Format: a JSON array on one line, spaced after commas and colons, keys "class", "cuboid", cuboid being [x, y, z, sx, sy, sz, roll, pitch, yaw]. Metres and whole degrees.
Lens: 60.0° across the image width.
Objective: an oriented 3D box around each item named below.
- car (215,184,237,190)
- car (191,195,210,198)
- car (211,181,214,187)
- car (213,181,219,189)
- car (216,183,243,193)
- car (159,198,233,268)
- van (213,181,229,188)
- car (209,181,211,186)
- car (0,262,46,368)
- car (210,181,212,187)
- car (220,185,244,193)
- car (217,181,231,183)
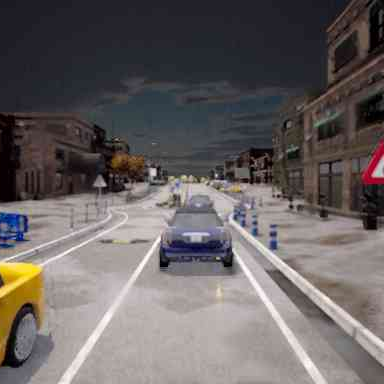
[{"class": "car", "cuboid": [8.164, -1.203, 80.217, 5.008, 1.535, 2.097, 0, 3, -1]}, {"class": "car", "cuboid": [0.744, 0.997, 26.589, 2.097, 1.767, 4.553, 0, 1, 7]}, {"class": "car", "cuboid": [8.120, -1.457, 85.723, 4.892, 1.521, 2.231, 0, 3, -1]}, {"class": "car", "cuboid": [8.253, -1.183, 74.699, 5.566, 2.045, 2.435, 0, 3, -1]}, {"class": "car", "cuboid": [8.121, -0.502, 66.453, 5.366, 1.575, 1.946, 0, 3, -1]}, {"class": "car", "cuboid": [0.115, 1.267, 11.154, 2.097, 1.767, 4.553, 0, 1, 0]}, {"class": "van", "cuboid": [8.146, -2.036, 93.853, 4.442, 1.987, 1.878, 0, 2, -1]}, {"class": "car", "cuboid": [8.063, -1.700, 91.229, 5.008, 1.535, 2.097, 0, 2, -1]}, {"class": "car", "cuboid": [-3.087, 1.464, 2.876, 1.882, 1.535, 5.008, 0, 0, 0]}, {"class": "car", "cuboid": [8.055, -1.552, 88.477, 4.792, 1.488, 2.163, 0, 3, -1]}, {"class": "car", "cuboid": [8.283, -0.607, 69.211, 4.674, 1.452, 2.002, 0, 3, -1]}, {"class": "car", "cuboid": [8.220, -0.917, 71.953, 4.553, 1.767, 2.185, 0, 3, -1]}]
